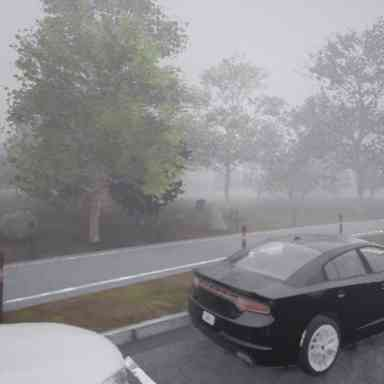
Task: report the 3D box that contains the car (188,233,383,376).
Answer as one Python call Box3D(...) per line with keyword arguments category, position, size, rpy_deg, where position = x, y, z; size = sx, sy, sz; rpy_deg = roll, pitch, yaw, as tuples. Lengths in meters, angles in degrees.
Box3D(category="car", position=(2.331, 1.434, 5.553), size=(5.008, 1.535, 2.097), rpy_deg=(-1, 1, -31))

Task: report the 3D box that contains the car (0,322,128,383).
Box3D(category="car", position=(-2.657, 1.530, 1.966), size=(4.674, 1.452, 2.002), rpy_deg=(0, -2, -37))
